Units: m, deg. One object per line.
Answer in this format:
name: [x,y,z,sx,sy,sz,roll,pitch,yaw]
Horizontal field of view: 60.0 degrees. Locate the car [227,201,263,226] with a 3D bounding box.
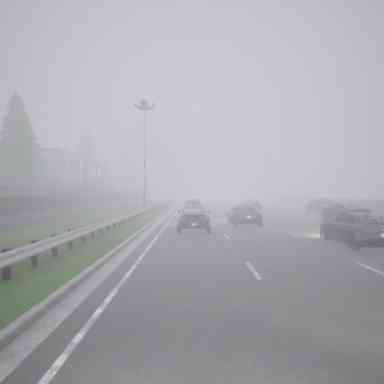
car: [3.602,1.561,23.231,1.994,1.385,4.181,0,0,0]

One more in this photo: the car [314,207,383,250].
car: [7.101,1.562,14.229,1.994,1.385,4.181,0,0,0]

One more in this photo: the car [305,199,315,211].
car: [14.104,1.485,36.787,2.128,1.511,4.902,0,0,0]

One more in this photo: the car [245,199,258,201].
car: [7.091,1.520,39.610,1.812,1.442,4.674,0,0,0]

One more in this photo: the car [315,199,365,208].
car: [10.602,1.474,23.175,1.882,1.535,5.008,0,0,0]

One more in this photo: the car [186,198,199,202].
car: [0.106,1.500,38.095,1.837,1.490,4.892,0,0,0]

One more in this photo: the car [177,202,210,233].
car: [0.103,1.523,19.688,1.812,1.442,4.674,0,0,0]
